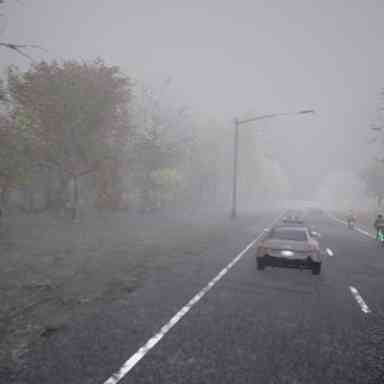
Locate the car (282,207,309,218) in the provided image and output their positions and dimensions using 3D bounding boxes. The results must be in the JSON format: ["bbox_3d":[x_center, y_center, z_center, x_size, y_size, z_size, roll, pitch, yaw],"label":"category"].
[{"bbox_3d":[8.994,2.255,29.468,2.033,1.411,5.357,2,-1,17],"label":"car"}]

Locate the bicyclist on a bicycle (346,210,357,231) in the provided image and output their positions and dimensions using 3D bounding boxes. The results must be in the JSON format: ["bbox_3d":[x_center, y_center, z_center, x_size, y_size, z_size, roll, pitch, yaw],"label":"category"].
[{"bbox_3d":[12.586,2.216,26.256,0.866,1.612,1.509,2,-1,17],"label":"bicyclist on a bicycle"}]

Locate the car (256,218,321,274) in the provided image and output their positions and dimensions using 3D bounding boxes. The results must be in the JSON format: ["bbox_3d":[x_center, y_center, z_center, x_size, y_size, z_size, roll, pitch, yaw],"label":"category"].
[{"bbox_3d":[3.452,1.843,11.820,1.994,1.385,4.181,2,-1,17],"label":"car"}]

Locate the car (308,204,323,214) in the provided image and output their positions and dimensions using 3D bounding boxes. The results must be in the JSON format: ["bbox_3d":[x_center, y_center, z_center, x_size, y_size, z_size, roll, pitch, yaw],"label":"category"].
[{"bbox_3d":[21.206,3.053,56.673,1.994,1.385,4.181,2,-1,17],"label":"car"}]

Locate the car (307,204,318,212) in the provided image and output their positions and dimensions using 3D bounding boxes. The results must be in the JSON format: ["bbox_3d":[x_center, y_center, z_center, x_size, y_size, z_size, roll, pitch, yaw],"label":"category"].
[{"bbox_3d":[25.190,3.327,69.688,1.812,1.442,4.674,2,-1,17],"label":"car"}]

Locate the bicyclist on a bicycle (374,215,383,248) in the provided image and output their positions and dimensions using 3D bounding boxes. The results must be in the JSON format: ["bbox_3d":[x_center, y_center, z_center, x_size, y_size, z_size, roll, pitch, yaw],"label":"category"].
[{"bbox_3d":[9.681,2.009,17.075,0.582,1.620,1.656,2,-1,17],"label":"bicyclist on a bicycle"}]
